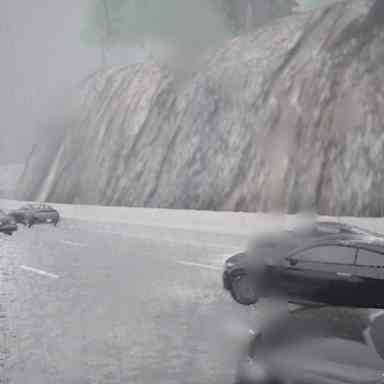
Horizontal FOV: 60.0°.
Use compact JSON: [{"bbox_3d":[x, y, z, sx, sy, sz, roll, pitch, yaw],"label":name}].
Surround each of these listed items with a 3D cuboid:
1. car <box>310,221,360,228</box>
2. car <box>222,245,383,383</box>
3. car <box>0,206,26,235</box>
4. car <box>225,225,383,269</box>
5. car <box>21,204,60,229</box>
[{"bbox_3d":[3.861,1.584,9.971,4.181,1.385,1.994,0,0,36],"label":"car"},{"bbox_3d":[2.649,1.497,2.177,4.902,1.511,2.128,0,0,35],"label":"car"},{"bbox_3d":[-11.188,1.573,17.849,5.357,1.411,2.033,0,0,43],"label":"car"},{"bbox_3d":[2.814,1.539,6.387,4.674,1.442,1.812,0,0,36],"label":"car"},{"bbox_3d":[-10.565,1.525,22.091,4.902,1.511,2.128,0,0,43],"label":"car"}]
